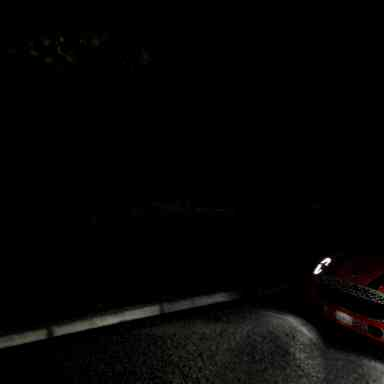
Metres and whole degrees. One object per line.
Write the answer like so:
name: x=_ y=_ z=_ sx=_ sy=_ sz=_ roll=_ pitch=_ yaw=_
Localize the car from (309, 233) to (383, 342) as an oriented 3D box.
car: x=4.349 y=1.308 z=5.922 sx=4.553 sy=1.767 sz=2.097 roll=0 pitch=0 yaw=-24
